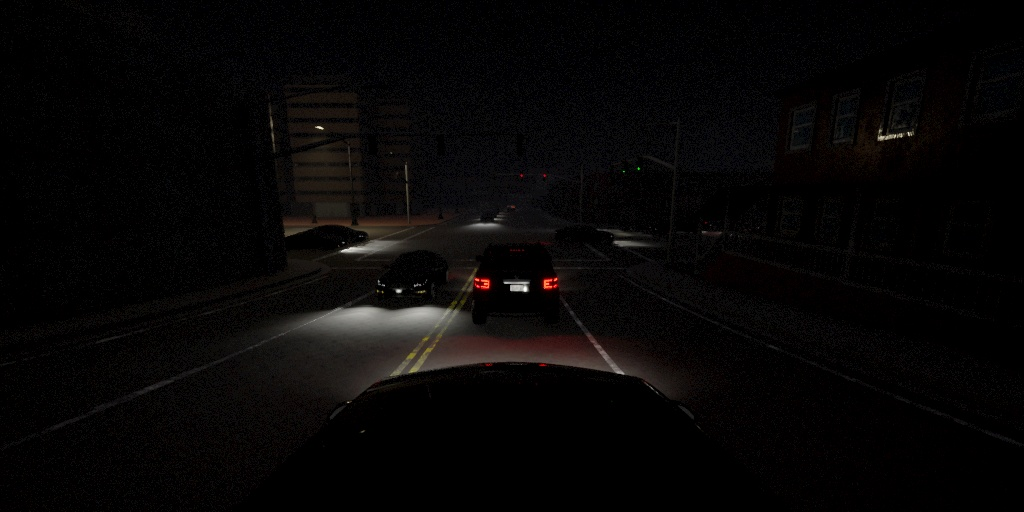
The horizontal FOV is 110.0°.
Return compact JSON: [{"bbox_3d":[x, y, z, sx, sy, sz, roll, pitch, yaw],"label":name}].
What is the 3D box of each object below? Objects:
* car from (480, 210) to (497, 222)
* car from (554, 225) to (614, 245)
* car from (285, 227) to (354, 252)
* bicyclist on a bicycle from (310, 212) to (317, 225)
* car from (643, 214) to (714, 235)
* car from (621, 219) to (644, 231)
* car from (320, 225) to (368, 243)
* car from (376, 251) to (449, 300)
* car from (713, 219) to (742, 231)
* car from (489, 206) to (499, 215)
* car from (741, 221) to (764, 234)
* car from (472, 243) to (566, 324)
[{"bbox_3d":[-3.705,-5.868,54.088,1.895,1.301,4.718,0,10,0],"label":"car"},{"bbox_3d":[5.909,-1.787,29.585,4.892,1.490,1.837,0,10,0],"label":"car"},{"bbox_3d":[-14.316,-1.152,26.165,4.181,1.385,1.994,0,10,0],"label":"car"},{"bbox_3d":[-25.359,-4.774,45.829,0.582,1.620,1.656,0,10,0],"label":"bicyclist on a bicycle"},{"bbox_3d":[16.891,-3.269,36.626,5.566,2.045,2.150,0,10,0],"label":"car"},{"bbox_3d":[14.770,-3.487,40.154,4.718,1.301,1.895,0,10,0],"label":"car"},{"bbox_3d":[-14.459,-1.798,29.604,4.892,1.490,1.837,0,10,0],"label":"car"},{"bbox_3d":[-3.618,0.622,13.790,1.837,1.490,4.892,0,6,-1],"label":"car"},{"bbox_3d":[23.848,-3.554,40.109,4.674,1.442,1.812,0,10,0],"label":"car"},{"bbox_3d":[-3.699,-7.435,62.835,1.812,1.442,4.674,0,10,0],"label":"car"},{"bbox_3d":[26.687,-2.963,36.659,4.674,1.442,1.812,0,10,0],"label":"car"},{"bbox_3d":[0.067,0.604,10.709,2.150,2.045,5.566,0,4,-1],"label":"car"}]
